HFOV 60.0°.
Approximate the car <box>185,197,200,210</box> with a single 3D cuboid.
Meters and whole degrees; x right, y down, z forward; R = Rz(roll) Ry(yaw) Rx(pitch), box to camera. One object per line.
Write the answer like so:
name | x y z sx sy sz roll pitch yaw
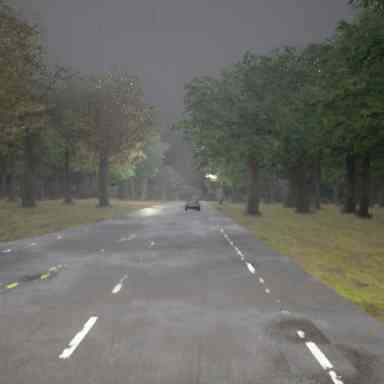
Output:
car | 0.119 1.669 44.708 1.994 1.385 4.181 0 0 0
